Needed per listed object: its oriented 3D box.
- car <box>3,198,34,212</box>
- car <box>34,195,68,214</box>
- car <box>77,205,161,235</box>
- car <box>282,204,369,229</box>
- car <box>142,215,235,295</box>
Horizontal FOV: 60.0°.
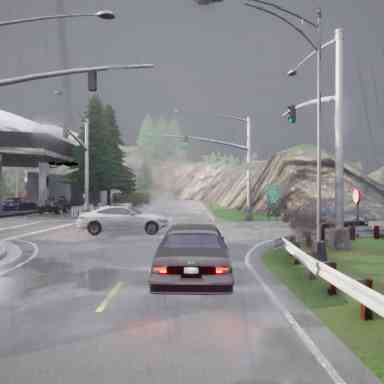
[{"bbox_3d":[-20.297,1.480,39.464,2.242,1.667,4.611,0,0,-1],"label":"car"},{"bbox_3d":[-14.583,1.313,35.195,1.905,1.878,3.866,0,0,-1],"label":"car"},{"bbox_3d":[-3.566,1.415,17.360,4.674,1.442,1.812,0,0,-1],"label":"car"},{"bbox_3d":[6.769,1.358,17.607,2.033,1.411,5.357,0,0,-14],"label":"car"},{"bbox_3d":[0.036,1.547,8.874,2.033,1.411,5.357,0,0,1],"label":"car"}]
